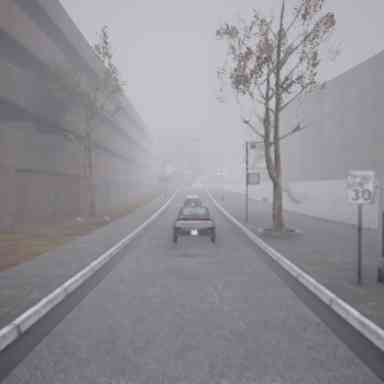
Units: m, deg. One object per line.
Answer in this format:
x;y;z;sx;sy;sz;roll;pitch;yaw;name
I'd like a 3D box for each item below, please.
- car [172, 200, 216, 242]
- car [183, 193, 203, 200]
0.097;1.372;15.647;2.128;1.511;4.902;0;1;0;car
0.094;0.872;33.676;1.812;1.442;4.674;0;2;0;car
